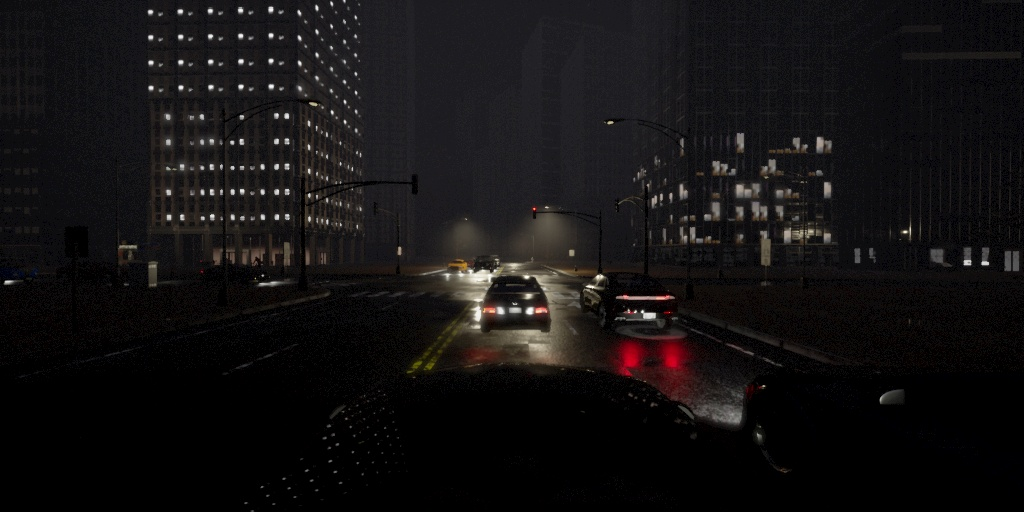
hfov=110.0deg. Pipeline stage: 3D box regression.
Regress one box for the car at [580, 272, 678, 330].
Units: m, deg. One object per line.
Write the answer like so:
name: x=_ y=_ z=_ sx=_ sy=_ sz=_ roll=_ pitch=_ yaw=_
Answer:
car: x=3.356 y=1.238 z=11.145 sx=2.128 sy=1.511 sz=4.902 roll=0 pitch=0 yaw=0

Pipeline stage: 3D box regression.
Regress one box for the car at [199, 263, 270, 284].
car: x=-19.961 y=1.227 z=25.903 sx=4.181 sy=1.385 sz=1.994 roll=0 pitch=0 yaw=1

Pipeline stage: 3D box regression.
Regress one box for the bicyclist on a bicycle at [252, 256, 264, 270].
bicyclist on a bicycle: x=-24.667 y=0.868 z=34.762 sx=0.582 sy=1.620 sz=1.656 roll=0 pitch=1 yaw=1

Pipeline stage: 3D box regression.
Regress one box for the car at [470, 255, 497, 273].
car: x=-3.302 y=0.937 z=42.942 sx=2.150 sy=2.045 sz=5.566 roll=0 pitch=0 yaw=0

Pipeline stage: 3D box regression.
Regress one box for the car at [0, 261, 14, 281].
car: x=-40.295 y=1.093 z=26.451 sx=4.674 sy=1.442 sz=1.812 roll=0 pitch=0 yaw=2

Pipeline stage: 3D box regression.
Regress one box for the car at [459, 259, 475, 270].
car: x=-6.538 y=1.223 z=52.677 sx=1.812 sy=1.442 sz=4.674 roll=0 pitch=0 yaw=0

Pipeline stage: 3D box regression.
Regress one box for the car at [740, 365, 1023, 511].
car: x=3.354 y=1.314 z=1.988 sx=1.994 sy=1.385 sz=4.181 roll=0 pitch=0 yaw=0

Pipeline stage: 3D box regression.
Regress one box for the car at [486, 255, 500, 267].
car: x=-3.269 y=0.894 z=63.122 sx=2.150 sy=2.045 sz=5.566 roll=0 pitch=0 yaw=0

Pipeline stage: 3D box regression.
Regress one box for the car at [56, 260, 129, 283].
car: x=-30.053 y=1.093 z=26.166 sx=5.008 sy=1.535 sz=1.882 roll=0 pitch=0 yaw=2

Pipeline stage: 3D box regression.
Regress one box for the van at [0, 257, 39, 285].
van: x=-33.910 y=0.960 z=23.682 sx=3.998 sy=1.789 sz=1.690 roll=0 pitch=0 yaw=1

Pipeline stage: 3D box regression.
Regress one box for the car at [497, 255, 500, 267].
car: x=-3.289 y=1.048 z=52.896 sx=2.097 sy=1.767 sz=4.553 roll=0 pitch=0 yaw=0

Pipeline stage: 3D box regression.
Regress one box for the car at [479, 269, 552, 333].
car: x=0.109 y=1.294 z=10.732 sx=2.033 sy=1.411 sz=5.357 roll=0 pitch=0 yaw=1

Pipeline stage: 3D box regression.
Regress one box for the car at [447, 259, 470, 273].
car: x=-6.550 y=1.193 z=43.265 sx=1.882 sy=1.535 sz=5.008 roll=0 pitch=0 yaw=0
